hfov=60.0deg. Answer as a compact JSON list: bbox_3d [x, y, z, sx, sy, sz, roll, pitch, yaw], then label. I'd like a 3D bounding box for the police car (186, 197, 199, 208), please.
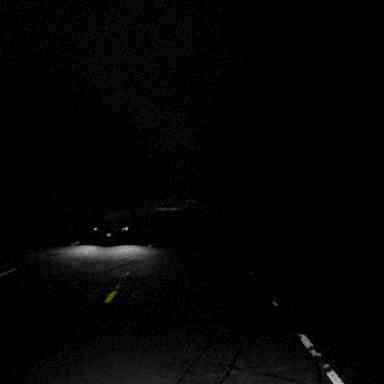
[{"bbox_3d":[0.257,2.098,63.336,1.930,1.638,5.238,0,-1,-1],"label":"police car"}]

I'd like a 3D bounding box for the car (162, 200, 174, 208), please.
[{"bbox_3d":[-4.247,2.084,59.179,1.882,1.535,5.008,0,-1,-1],"label":"car"}]

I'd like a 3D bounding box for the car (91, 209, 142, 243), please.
[{"bbox_3d":[-3.685,1.645,17.003,1.812,1.442,4.674,0,-1,0],"label":"car"}]
